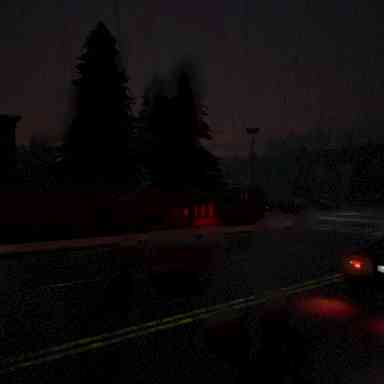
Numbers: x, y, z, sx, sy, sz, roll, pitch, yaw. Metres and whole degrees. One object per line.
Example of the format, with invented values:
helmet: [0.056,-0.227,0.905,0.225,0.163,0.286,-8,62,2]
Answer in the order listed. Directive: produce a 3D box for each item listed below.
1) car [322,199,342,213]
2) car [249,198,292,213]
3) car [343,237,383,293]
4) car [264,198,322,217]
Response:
car: [14.263,1.524,36.985,1.812,1.442,4.674,0,0,-35]
car: [8.966,1.503,38.422,1.837,1.490,4.892,0,0,-35]
car: [5.770,1.547,7.888,5.357,1.411,2.033,0,0,-35]
car: [9.385,1.490,31.752,2.128,1.511,4.902,0,0,-35]
